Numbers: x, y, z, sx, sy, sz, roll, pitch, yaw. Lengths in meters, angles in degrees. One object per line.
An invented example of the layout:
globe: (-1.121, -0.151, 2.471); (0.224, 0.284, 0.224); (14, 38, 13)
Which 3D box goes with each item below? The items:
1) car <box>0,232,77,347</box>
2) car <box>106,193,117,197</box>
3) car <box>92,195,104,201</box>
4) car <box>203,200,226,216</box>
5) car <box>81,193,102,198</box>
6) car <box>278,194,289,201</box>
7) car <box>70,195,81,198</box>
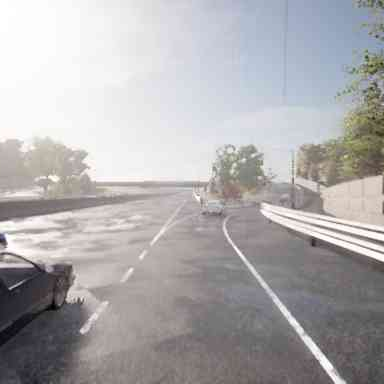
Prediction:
car: (-3.401, 1.547, 4.724); (2.033, 1.411, 5.357); (0, 0, 0)
car: (-21.000, 1.246, 86.760); (2.150, 2.045, 5.566); (0, 0, 0)
car: (-24.500, 1.545, 86.790); (1.812, 1.442, 4.674); (0, 0, 0)
car: (2.288, 1.573, 33.716); (1.812, 1.442, 4.674); (2, 0, 13)
car: (-21.000, 1.231, 70.511); (2.150, 2.045, 5.566); (0, 0, 0)
car: (22.826, 1.838, 84.145); (1.812, 1.442, 4.674); (0, 3, 20)
car: (-24.500, 1.506, 70.540); (1.837, 1.490, 4.892); (0, 0, 0)
